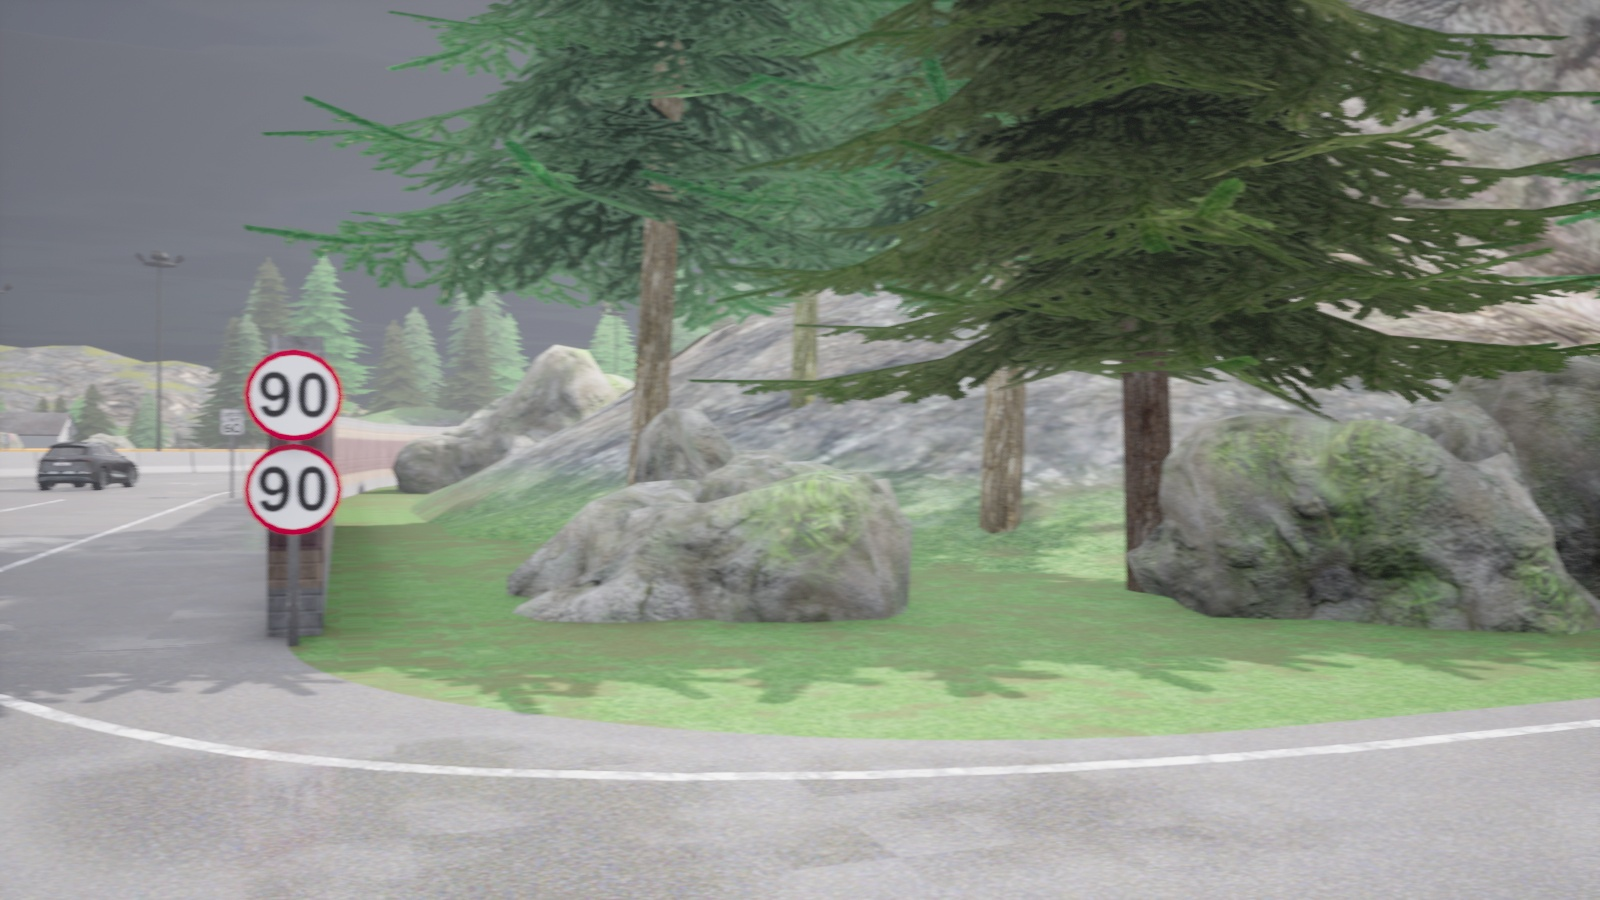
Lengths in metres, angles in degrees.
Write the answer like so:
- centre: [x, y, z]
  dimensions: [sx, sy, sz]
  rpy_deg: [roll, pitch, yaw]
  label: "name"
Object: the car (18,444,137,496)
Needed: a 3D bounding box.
- centre: [-24.484, 0.623, 42.764]
  dimensions: [2.033, 1.649, 4.856]
  rpy_deg: [0, 0, -11]
  label: "car"
